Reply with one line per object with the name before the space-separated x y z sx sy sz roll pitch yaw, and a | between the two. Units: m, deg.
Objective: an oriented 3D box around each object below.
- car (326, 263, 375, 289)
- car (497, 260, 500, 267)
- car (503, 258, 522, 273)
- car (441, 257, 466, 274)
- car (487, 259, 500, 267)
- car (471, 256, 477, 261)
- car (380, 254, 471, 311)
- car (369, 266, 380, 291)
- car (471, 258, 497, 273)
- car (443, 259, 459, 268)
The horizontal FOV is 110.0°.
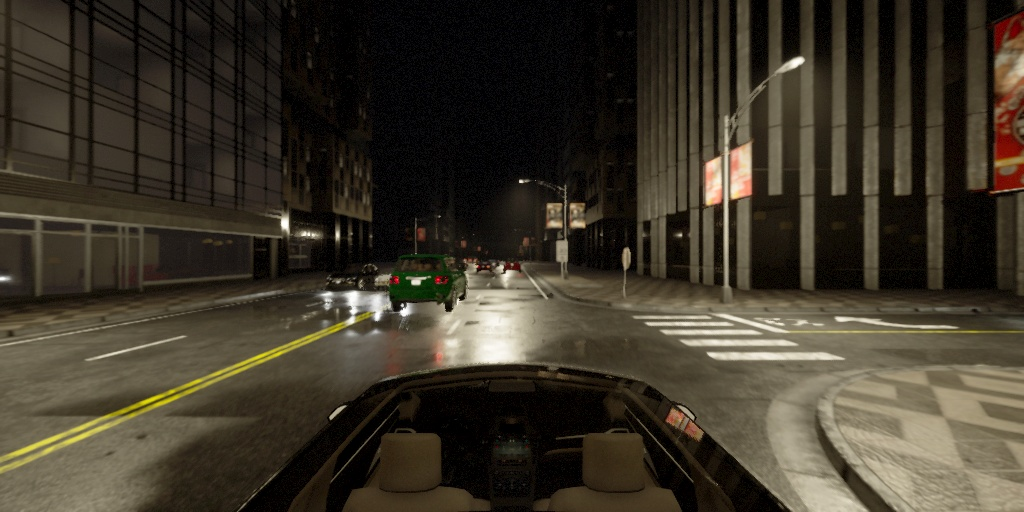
car | -9.845 1.230 22.730 1.837 1.490 4.892 0 0 0
car | -3.242 1.261 53.043 1.895 1.301 4.718 0 0 0
car | 0.049 1.037 42.419 2.097 1.767 4.553 0 0 1
car | -6.572 1.038 41.070 2.097 1.767 4.553 0 0 0
car | -3.241 1.202 63.023 1.994 1.385 4.181 0 0 0
car | -6.492 0.723 57.638 2.097 1.767 4.553 0 0 0
car | -3.147 0.960 14.459 2.150 2.045 5.566 0 0 0
car | -6.596 1.328 21.611 1.895 1.301 4.718 0 0 0
car | -3.207 1.231 42.661 2.033 1.411 5.357 0 0 1
car | -9.742 1.164 57.579 1.895 1.301 4.718 0 0 0
